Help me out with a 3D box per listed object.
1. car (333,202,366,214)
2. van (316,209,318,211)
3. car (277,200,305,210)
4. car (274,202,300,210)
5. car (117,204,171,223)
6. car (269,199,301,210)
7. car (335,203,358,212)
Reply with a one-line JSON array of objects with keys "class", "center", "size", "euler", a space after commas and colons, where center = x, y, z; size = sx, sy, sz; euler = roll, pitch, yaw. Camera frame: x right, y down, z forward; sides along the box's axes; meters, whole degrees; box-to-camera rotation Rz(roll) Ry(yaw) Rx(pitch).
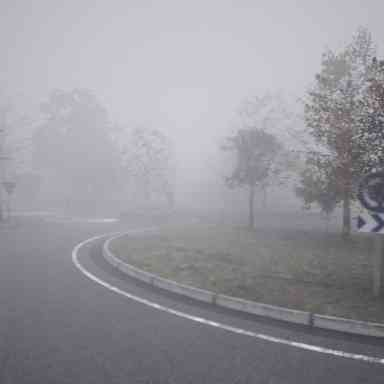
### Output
[{"class": "car", "center": [31.350, 3.198, 66.301], "size": [5.566, 2.045, 2.435], "euler": [2, -2, 34]}, {"class": "van", "center": [28.536, 3.595, 83.703], "size": [4.442, 1.987, 1.878], "euler": [2, -2, 34]}, {"class": "car", "center": [22.181, 2.932, 74.535], "size": [5.566, 2.045, 2.435], "euler": [2, -2, 34]}, {"class": "car", "center": [20.589, 3.047, 72.229], "size": [4.892, 1.521, 2.231], "euler": [2, -2, 34]}, {"class": "car", "center": [-3.695, 1.620, 25.993], "size": [4.181, 1.385, 1.994], "euler": [2, -1, -1]}, {"class": "car", "center": [19.128, 2.669, 70.013], "size": [5.566, 2.045, 2.435], "euler": [2, -2, 34]}, {"class": "car", "center": [28.013, 3.040, 61.371], "size": [4.553, 1.767, 2.185], "euler": [2, -2, 34]}]
